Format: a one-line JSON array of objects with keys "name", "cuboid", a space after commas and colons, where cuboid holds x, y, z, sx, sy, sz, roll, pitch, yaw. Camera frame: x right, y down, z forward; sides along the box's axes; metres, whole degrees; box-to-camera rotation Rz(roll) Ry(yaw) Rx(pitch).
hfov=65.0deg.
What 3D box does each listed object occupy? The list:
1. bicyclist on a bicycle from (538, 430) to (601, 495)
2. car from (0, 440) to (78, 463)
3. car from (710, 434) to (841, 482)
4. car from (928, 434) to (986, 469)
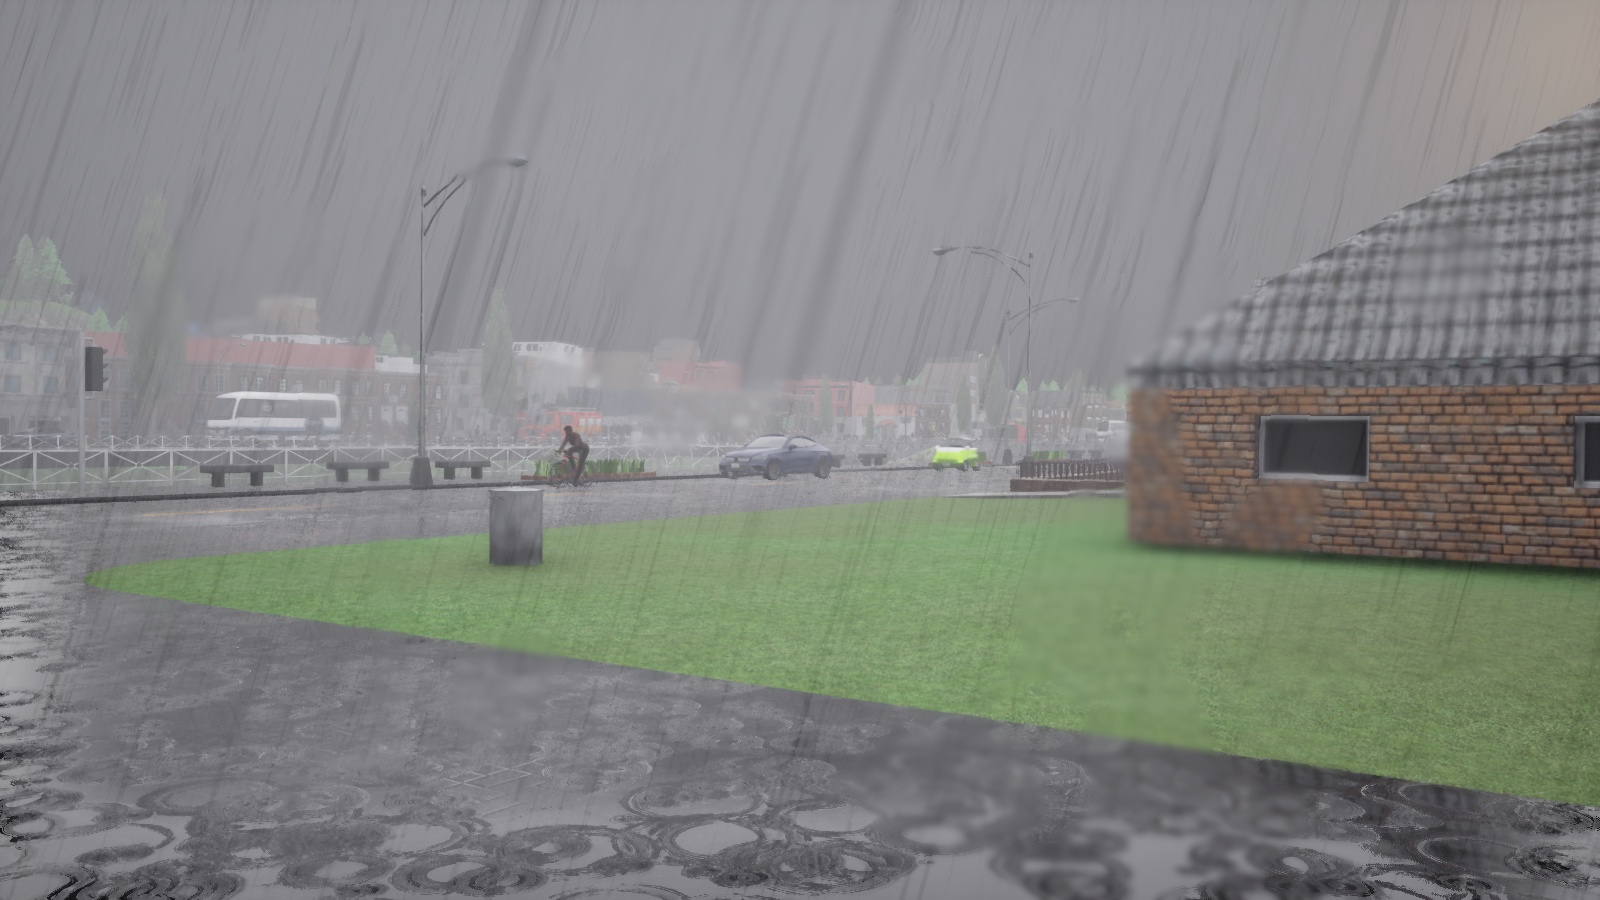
[{"name": "bicyclist on a bicycle", "cuboid": [-5.905, 0.297, 32.309, 0.582, 1.620, 1.656, 0, 1, 34]}, {"name": "car", "cuboid": [-50.699, 0.064, 83.538, 1.816, 1.474, 4.193, 0, 1, 34]}, {"name": "car", "cuboid": [-0.710, 0.216, 40.133, 1.812, 1.442, 4.674, 0, 1, 34]}, {"name": "car", "cuboid": [6.370, 0.035, 50.794, 1.481, 1.376, 2.207, 0, 1, 34]}]
